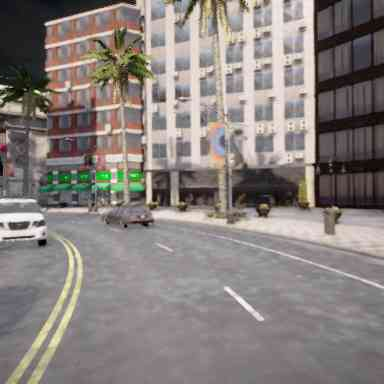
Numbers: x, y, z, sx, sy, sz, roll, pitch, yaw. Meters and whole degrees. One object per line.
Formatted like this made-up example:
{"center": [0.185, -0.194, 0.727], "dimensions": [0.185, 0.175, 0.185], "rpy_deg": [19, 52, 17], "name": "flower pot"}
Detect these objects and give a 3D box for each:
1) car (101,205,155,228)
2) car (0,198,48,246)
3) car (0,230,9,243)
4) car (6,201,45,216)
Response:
{"center": [-4.528, 1.613, 22.931], "dimensions": [2.033, 1.411, 5.357], "rpy_deg": [-1, 0, -35], "name": "car"}
{"center": [-8.155, 1.325, 15.583], "dimensions": [2.150, 2.045, 5.566], "rpy_deg": [-1, 0, -29], "name": "car"}
{"center": [-4.354, 1.579, 4.574], "dimensions": [1.812, 1.442, 4.674], "rpy_deg": [-1, 0, -12], "name": "car"}
{"center": [-18.154, 1.758, 36.158], "dimensions": [4.674, 1.442, 1.812], "rpy_deg": [-1, 0, 35], "name": "car"}
